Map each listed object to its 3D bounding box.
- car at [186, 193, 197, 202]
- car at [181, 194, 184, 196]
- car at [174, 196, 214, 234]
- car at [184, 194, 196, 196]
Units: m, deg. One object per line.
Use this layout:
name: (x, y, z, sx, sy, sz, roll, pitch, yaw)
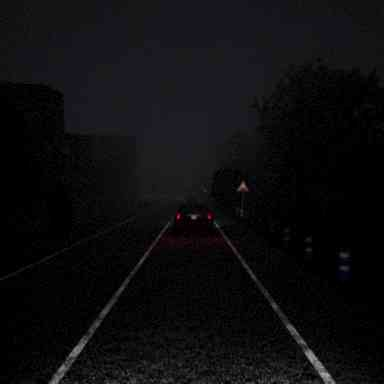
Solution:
car: (-0.148, 1.150, 75.055, 2.097, 1.767, 4.553, 0, 1, -3)
car: (-1.583, 1.052, 87.388, 1.895, 1.301, 4.718, -2, 2, -16)
car: (0.102, 1.317, 18.954, 2.097, 1.767, 4.553, 0, 0, 0)
car: (0.100, 1.383, 57.288, 2.128, 1.511, 4.902, 0, 0, 0)
